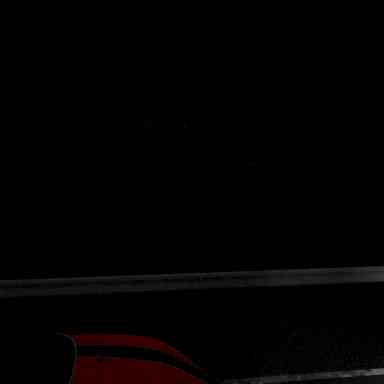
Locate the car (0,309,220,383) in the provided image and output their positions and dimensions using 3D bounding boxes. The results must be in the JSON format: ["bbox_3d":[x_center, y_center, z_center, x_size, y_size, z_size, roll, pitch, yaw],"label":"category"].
[{"bbox_3d":[-1.835,1.352,1.684,4.553,1.767,2.097,0,0,-7],"label":"car"}]
